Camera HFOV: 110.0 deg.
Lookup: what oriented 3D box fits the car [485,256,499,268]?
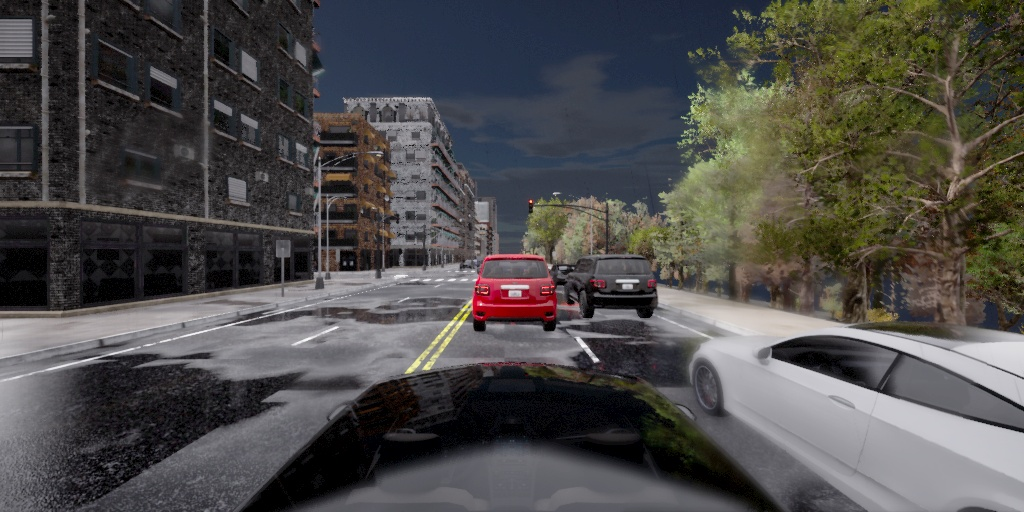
[{"bbox_3d":[-3.564,0.999,64.248,2.150,2.045,5.566,0,0,0],"label":"car"}]

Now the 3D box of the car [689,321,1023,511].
[{"bbox_3d":[3.343,1.276,2.973,1.812,1.442,4.674,0,0,0],"label":"car"}]

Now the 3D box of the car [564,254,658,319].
[{"bbox_3d":[3.304,0.972,12.957,2.150,2.045,5.566,0,0,0],"label":"car"}]

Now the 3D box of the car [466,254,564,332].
[{"bbox_3d":[0.062,0.972,11.057,2.150,2.045,5.566,0,0,0],"label":"car"}]

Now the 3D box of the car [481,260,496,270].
[{"bbox_3d":[-3.560,1.334,55.134,1.994,1.385,4.181,0,0,0],"label":"car"}]

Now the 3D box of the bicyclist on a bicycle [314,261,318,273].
[{"bbox_3d":[-25.056,1.341,45.388,0.582,1.620,1.656,-1,0,-1],"label":"bicyclist on a bicycle"}]

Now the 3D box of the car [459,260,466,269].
[{"bbox_3d":[-6.778,1.275,54.722,1.837,1.490,4.892,0,0,2],"label":"car"}]

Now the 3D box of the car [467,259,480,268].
[{"bbox_3d":[-6.814,1.303,63.968,1.812,1.442,4.674,0,0,0],"label":"car"}]

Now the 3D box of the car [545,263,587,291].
[{"bbox_3d":[3.277,1.259,22.808,1.837,1.490,4.892,0,0,-2],"label":"car"}]
